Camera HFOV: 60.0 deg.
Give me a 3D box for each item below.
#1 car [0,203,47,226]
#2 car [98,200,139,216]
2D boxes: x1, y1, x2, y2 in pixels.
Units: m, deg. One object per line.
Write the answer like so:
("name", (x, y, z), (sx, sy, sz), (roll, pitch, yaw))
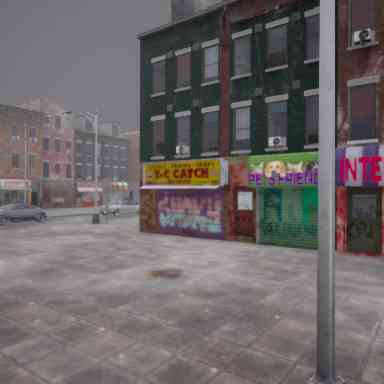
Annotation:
("car", (-12.350, 1.488, 23.103), (1.994, 1.385, 4.181), (0, 0, 35))
("car", (-6.486, 1.471, 31.346), (1.895, 1.301, 4.718), (0, 0, 36))
